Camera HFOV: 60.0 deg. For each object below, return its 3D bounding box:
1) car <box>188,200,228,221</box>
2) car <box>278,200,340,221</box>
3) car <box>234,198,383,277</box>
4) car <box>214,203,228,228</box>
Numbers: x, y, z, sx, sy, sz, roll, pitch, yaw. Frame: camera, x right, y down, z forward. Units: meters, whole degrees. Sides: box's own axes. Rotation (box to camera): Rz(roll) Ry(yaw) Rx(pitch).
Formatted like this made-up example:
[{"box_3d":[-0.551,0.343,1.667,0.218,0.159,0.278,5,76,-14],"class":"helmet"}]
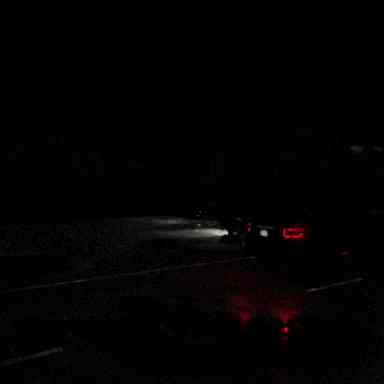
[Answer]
[{"box_3d":[2.044,1.392,26.804,5.008,1.535,1.882,0,0,-31],"class":"car"},{"box_3d":[9.609,1.426,27.236,4.902,1.511,2.128,0,0,-31],"class":"car"},{"box_3d":[4.211,1.197,10.336,5.566,2.045,2.150,0,0,-32],"class":"car"},{"box_3d":[3.740,1.507,19.660,4.181,1.385,1.994,0,0,-31],"class":"car"}]
